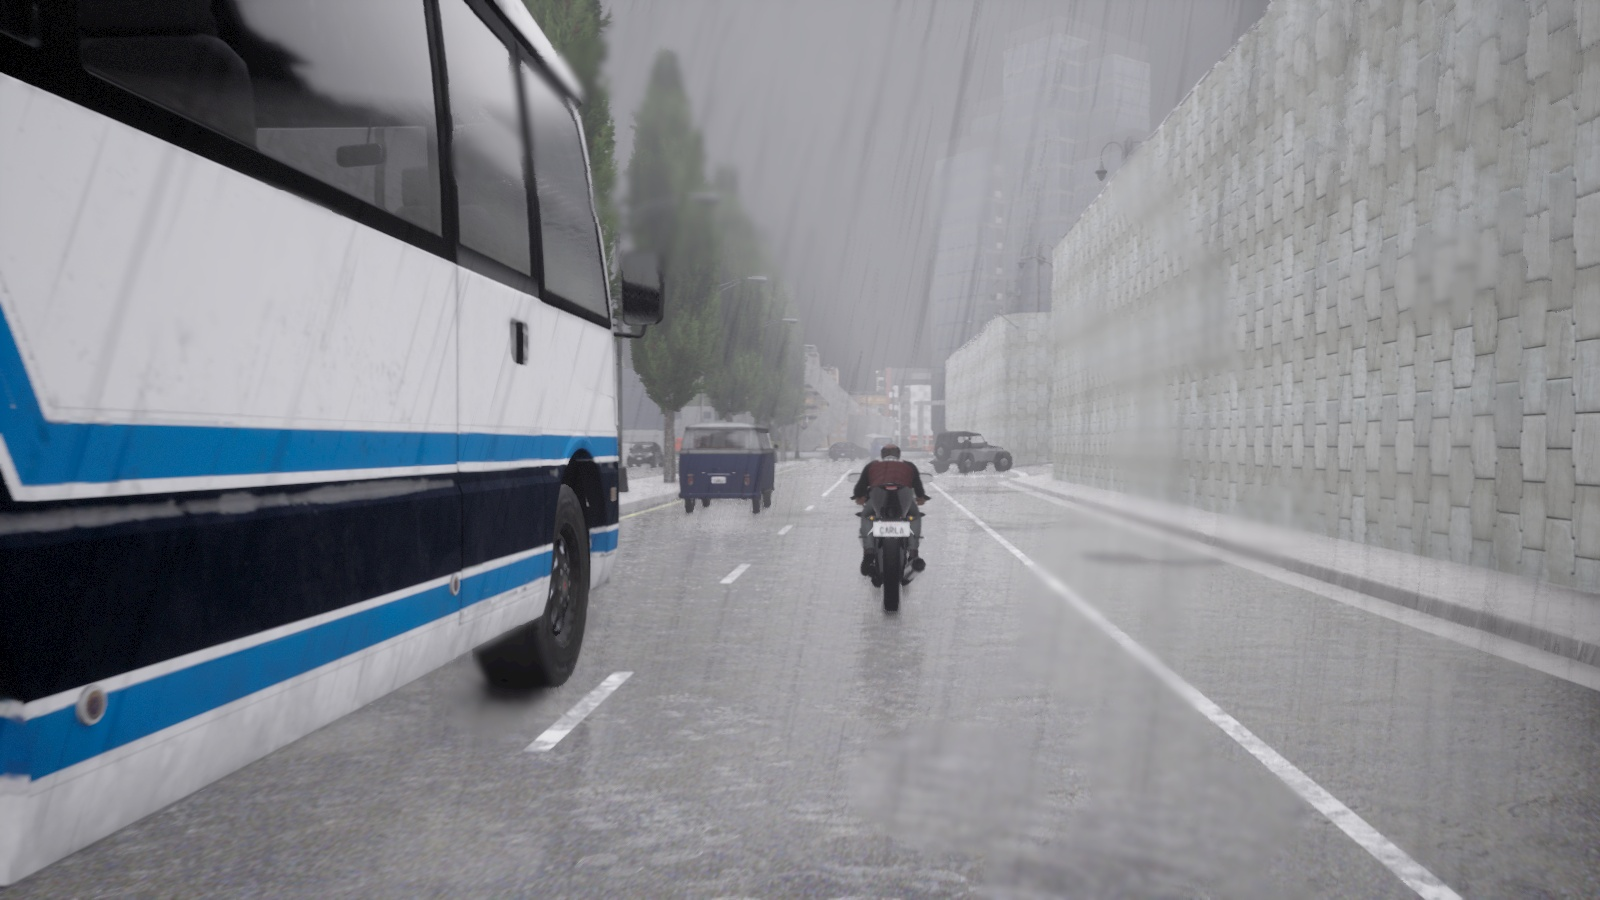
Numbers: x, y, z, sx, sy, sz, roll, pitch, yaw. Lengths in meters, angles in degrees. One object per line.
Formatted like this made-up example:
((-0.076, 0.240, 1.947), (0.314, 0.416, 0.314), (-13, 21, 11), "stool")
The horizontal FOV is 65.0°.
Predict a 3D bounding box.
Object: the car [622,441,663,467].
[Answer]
((-9.875, 0.239, 79.069), (1.851, 1.617, 3.988), (0, 0, 4), "car")

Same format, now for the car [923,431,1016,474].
((7.717, 0.106, 57.058), (3.866, 1.878, 1.905), (-1, 0, -36), "car")

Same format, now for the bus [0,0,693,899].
((-3.125, -0.658, 4.728), (3.944, 4.253, 10.273), (0, 0, 4), "bus")

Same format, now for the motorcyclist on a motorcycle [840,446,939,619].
((0.864, 0.725, 12.247), (0.866, 1.530, 2.191), (0, 0, 4), "motorcyclist on a motorcycle")

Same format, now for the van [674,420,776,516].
((-1.606, 0.359, 28.395), (1.775, 1.987, 4.442), (0, 0, 4), "van")
